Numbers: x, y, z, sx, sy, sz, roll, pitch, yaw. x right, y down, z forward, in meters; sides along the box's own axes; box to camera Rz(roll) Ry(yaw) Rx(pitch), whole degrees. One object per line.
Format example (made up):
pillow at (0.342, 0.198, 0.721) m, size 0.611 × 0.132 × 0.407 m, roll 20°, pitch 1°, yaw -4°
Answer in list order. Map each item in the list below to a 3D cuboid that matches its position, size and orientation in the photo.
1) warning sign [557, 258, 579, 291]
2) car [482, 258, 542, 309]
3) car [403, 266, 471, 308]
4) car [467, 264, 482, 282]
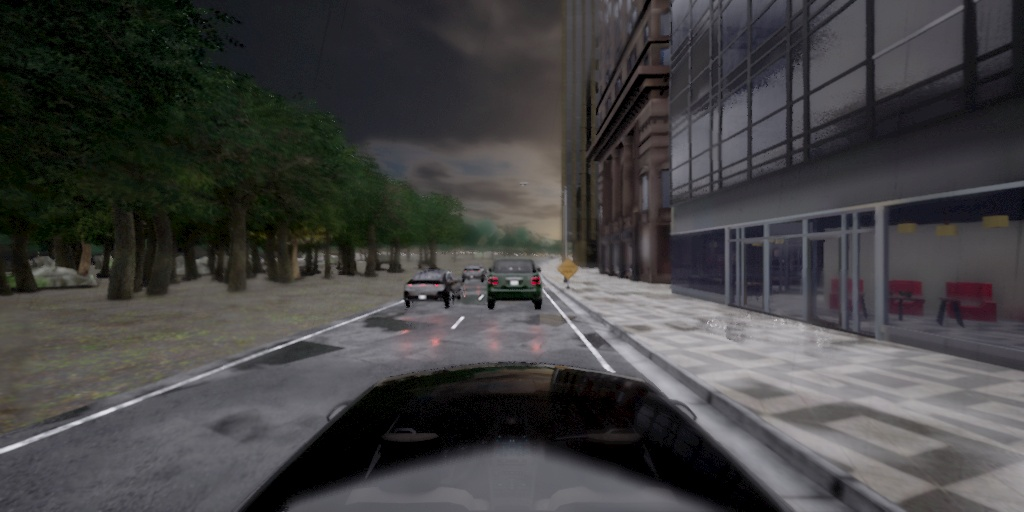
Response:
warning sign at (3.237, 1.022, 20.748) m, size 1.300 × 1.860 × 1.060 m, roll 0°, pitch 0°, yaw 1°
car at (0.124, 1.086, 15.717) m, size 2.150 × 2.045 × 5.566 m, roll 0°, pitch 0°, yaw 1°
car at (-3.369, 1.363, 16.048) m, size 2.128 × 1.511 × 4.902 m, roll 0°, pitch 0°, yaw 1°
car at (-3.152, 1.459, 31.032) m, size 2.128 × 1.511 × 4.902 m, roll 0°, pitch 0°, yaw 1°
